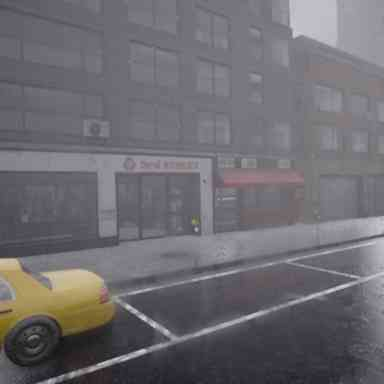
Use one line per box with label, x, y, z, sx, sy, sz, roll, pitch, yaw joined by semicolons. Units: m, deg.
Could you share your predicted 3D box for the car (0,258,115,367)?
car;-3.459;1.533;4.194;4.829;1.417;1.752;-1;0;-35
